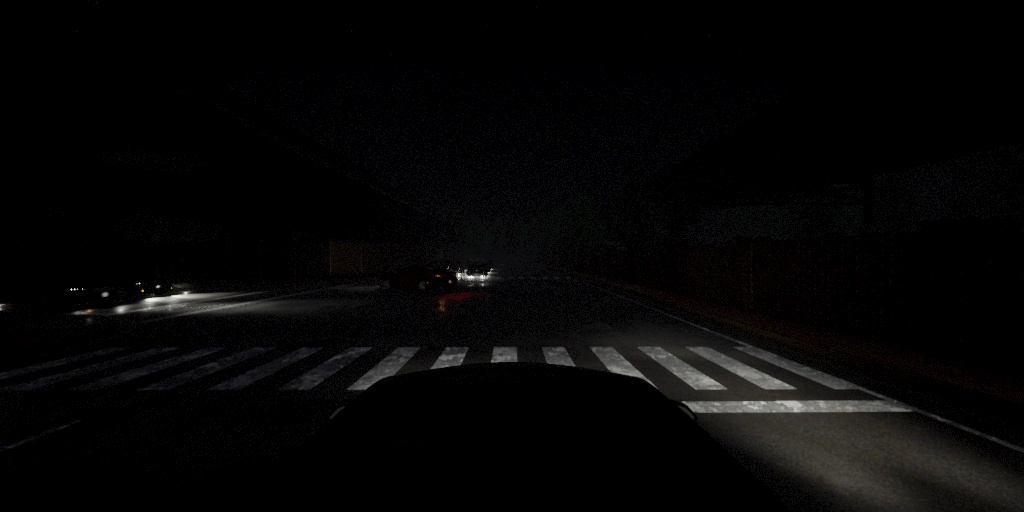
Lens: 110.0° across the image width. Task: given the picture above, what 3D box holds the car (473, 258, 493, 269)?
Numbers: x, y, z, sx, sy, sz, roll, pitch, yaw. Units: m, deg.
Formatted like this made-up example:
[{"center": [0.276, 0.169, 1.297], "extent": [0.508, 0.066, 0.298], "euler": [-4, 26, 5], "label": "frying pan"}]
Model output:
[{"center": [-3.788, 1.269, 47.035], "extent": [1.812, 1.442, 4.674], "euler": [0, 0, -1], "label": "car"}]

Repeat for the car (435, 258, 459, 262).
[{"center": [-7.098, 1.097, 36.743], "extent": [2.097, 1.767, 4.553], "euler": [0, 0, -1], "label": "car"}]

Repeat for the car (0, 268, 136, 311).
[{"center": [-18.321, 1.240, 13.959], "extent": [4.902, 1.511, 2.128], "euler": [0, 0, -1], "label": "car"}]

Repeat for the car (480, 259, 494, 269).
[{"center": [-3.956, 1.289, 57.914], "extent": [2.033, 1.411, 5.357], "euler": [0, 0, -1], "label": "car"}]

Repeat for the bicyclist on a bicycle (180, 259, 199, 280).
[{"center": [-25.513, 1.047, 28.358], "extent": [0.582, 1.620, 1.656], "euler": [0, 0, -1], "label": "bicyclist on a bicycle"}]

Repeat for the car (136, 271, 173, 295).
[{"center": [-19.237, 1.311, 17.449], "extent": [4.181, 1.385, 1.994], "euler": [0, 0, -1], "label": "car"}]

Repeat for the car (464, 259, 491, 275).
[{"center": [-3.628, 1.309, 38.503], "extent": [1.994, 1.385, 4.181], "euler": [0, 0, -1], "label": "car"}]

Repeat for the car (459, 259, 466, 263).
[{"center": [-7.263, 1.096, 45.478], "extent": [2.097, 1.767, 4.553], "euler": [0, 0, -1], "label": "car"}]

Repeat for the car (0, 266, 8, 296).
[{"center": [-28.141, 1.252, 17.344], "extent": [4.892, 1.490, 1.837], "euler": [0, 0, -1], "label": "car"}]

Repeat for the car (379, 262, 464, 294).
[{"center": [-5.444, 1.225, 20.474], "extent": [5.008, 1.535, 1.882], "euler": [0, -2, 32], "label": "car"}]
